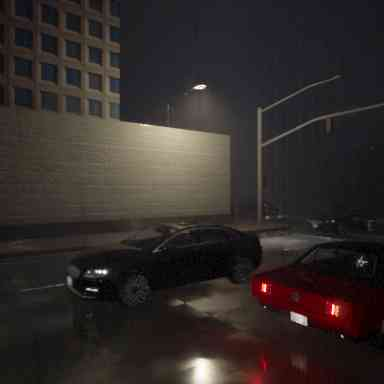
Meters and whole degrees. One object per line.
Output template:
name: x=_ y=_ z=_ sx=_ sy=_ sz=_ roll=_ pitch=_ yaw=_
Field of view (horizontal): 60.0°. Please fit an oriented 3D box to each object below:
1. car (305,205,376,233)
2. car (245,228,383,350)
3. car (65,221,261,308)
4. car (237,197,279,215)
car: x=8.313 y=1.503 z=18.487 sx=4.902 sy=1.511 sz=2.128 roll=1 pitch=0 yaw=-35
car: x=3.418 y=1.601 z=6.225 sx=4.718 sy=1.301 sz=1.895 roll=0 pitch=0 yaw=-35
car: x=-0.414 y=1.491 z=7.990 sx=4.902 sy=1.511 sz=2.128 roll=0 pitch=0 yaw=-35
car: x=6.813 y=1.407 z=34.686 sx=2.097 sy=1.767 sz=4.553 roll=0 pitch=0 yaw=-35
